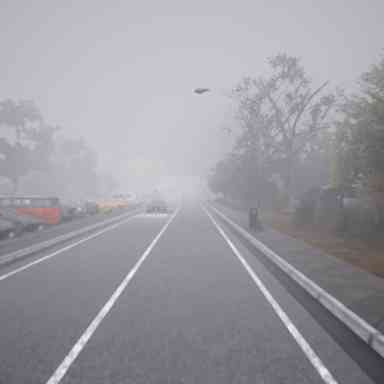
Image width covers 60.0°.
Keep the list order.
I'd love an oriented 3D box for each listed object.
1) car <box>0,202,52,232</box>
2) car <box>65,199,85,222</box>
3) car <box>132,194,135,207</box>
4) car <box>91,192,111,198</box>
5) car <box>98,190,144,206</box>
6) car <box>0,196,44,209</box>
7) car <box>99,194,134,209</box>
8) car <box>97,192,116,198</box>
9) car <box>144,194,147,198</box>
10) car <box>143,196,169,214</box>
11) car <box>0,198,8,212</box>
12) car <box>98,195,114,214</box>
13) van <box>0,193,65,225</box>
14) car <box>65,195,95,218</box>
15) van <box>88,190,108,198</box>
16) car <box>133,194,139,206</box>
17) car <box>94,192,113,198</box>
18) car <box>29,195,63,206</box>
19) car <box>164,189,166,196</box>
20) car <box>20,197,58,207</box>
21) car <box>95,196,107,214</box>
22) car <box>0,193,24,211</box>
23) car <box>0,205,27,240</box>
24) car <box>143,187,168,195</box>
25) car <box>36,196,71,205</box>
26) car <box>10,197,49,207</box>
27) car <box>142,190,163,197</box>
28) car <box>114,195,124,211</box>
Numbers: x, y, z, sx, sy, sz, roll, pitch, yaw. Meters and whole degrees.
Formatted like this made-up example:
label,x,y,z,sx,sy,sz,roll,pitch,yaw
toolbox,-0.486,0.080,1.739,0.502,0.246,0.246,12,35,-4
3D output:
label,x,y,z,sx,sy,sz,roll,pitch,yaw
car,-10.231,1.443,17.258,4.792,1.488,2.163,0,0,0
car,-10.282,1.415,22.811,4.792,1.488,2.163,0,0,0
car,-10.231,1.399,42.233,4.892,1.521,2.231,0,0,0
car,-23.505,0.792,85.770,4.674,1.452,2.002,0,0,0
car,-10.245,1.167,47.787,5.566,2.045,2.435,0,0,0
car,-23.114,1.404,45.046,5.366,1.575,1.946,0,0,0
car,-10.043,1.385,39.457,5.366,1.575,1.946,0,0,0
car,-23.519,0.753,91.467,4.792,1.488,2.163,0,0,0
car,-10.179,1.469,53.338,4.792,1.488,2.163,0,0,0
car,-3.397,1.438,33.295,1.994,1.385,4.181,0,0,0
car,-23.284,1.406,36.738,4.792,1.488,2.163,0,0,0
car,-10.426,1.362,31.131,5.366,1.575,1.946,0,0,0
van,-10.373,1.174,20.033,4.442,1.987,1.878,0,0,0
car,-10.280,1.249,25.584,4.553,1.767,2.185,0,0,0
van,-23.382,0.538,83.095,4.442,1.987,1.878,1,0,0
car,-10.406,1.405,45.009,5.366,1.575,1.946,0,0,0
car,-23.499,0.782,88.555,4.674,1.452,2.002,0,0,0
car,-23.320,1.312,53.233,4.553,1.767,2.185,0,0,0
car,-10.405,0.725,91.499,5.008,1.535,2.097,0,1,0
car,-23.263,1.457,50.587,4.792,1.488,2.163,0,0,0
car,-10.238,1.368,28.364,4.892,1.521,2.231,0,0,0
car,-23.337,1.135,39.508,5.566,2.045,2.435,0,0,0
car,-10.235,1.457,14.482,4.792,1.488,2.163,0,0,0
car,-10.432,0.446,94.290,5.566,2.045,2.435,0,1,0
car,-23.279,1.447,56.004,5.008,1.535,2.097,0,0,0
car,-23.293,1.457,47.817,4.674,1.452,2.002,0,0,0
car,-10.400,0.794,83.150,4.792,1.488,2.163,0,0,0
car,-10.051,1.366,33.784,5.366,1.575,1.946,0,0,0
